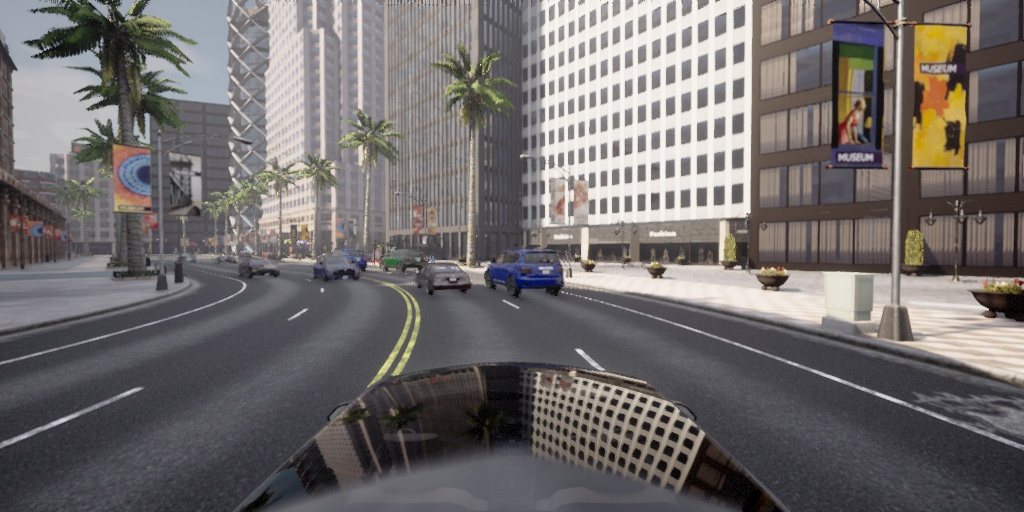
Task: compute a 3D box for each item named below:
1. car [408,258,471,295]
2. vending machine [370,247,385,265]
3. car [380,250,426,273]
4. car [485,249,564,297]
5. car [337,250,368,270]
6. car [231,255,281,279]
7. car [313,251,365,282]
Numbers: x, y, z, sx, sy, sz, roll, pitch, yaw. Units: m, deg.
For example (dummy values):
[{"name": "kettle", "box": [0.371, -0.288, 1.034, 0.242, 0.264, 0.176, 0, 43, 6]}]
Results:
[{"name": "car", "box": [-3.559, 1.023, 17.717, 2.033, 1.411, 5.357, 0, 1, -24]}, {"name": "vending machine", "box": [-19.203, 0.105, 51.308, 0.880, 2.100, 1.100, 0, 0, 42]}, {"name": "car", "box": [-9.941, 0.443, 32.719, 2.150, 2.045, 5.566, -1, 1, -44]}, {"name": "car", "box": [0.421, 0.705, 17.039, 2.150, 2.045, 5.566, 0, 1, -21]}, {"name": "car", "box": [-15.434, 0.438, 33.212, 5.566, 2.045, 2.150, 0, 1, 43]}, {"name": "car", "box": [-19.015, 0.881, 26.818, 5.357, 1.411, 2.033, 1, 1, 43]}, {"name": "car", "box": [-11.795, 0.727, 24.009, 2.097, 1.767, 4.553, -1, 1, -39]}]
